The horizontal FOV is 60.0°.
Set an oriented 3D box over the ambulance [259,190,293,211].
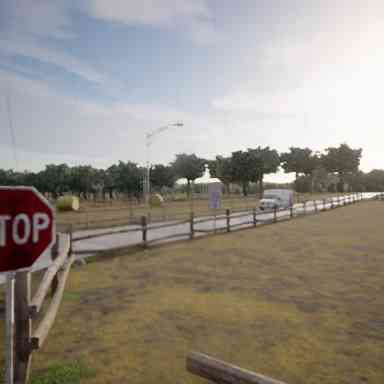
[{"bbox_3d":[10.253,0.974,40.623,2.351,2.431,6.366,1,2,35],"label":"ambulance"}]
